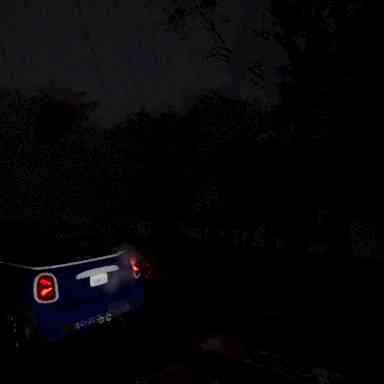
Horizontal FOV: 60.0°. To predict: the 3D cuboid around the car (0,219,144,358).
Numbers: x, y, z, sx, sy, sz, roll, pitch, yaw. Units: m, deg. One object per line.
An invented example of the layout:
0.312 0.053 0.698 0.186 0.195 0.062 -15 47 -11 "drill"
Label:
-3.065 1.319 6.245 4.553 1.767 2.097 0 0 38 "car"
